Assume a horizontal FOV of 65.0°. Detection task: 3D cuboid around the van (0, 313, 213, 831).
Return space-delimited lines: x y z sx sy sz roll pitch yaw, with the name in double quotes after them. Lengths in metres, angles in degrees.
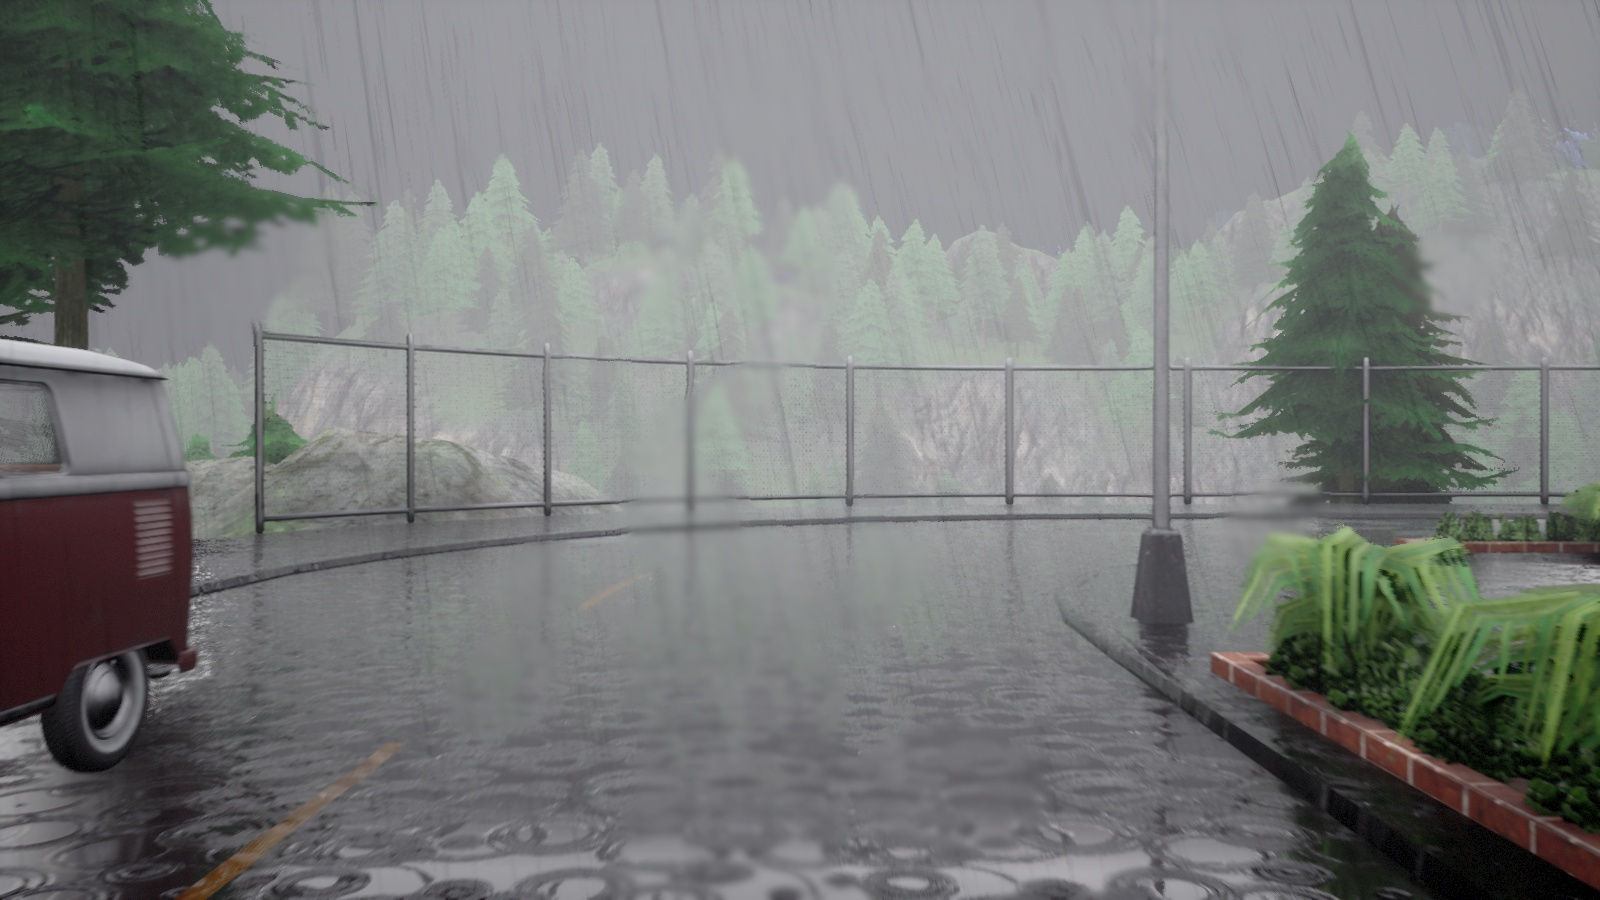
-3.962 0.472 4.312 1.775 1.987 4.442 0 0 1 "van"
